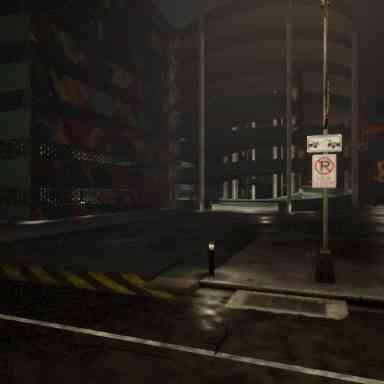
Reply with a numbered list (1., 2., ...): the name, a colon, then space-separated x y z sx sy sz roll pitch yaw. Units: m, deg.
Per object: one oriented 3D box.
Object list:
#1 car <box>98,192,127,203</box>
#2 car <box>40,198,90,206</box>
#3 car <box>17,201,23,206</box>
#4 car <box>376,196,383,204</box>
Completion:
1. car: -14.678 1.028 61.098 5.566 2.045 2.435 0 0 20
2. car: -11.922 1.319 32.349 4.674 1.452 2.002 0 0 20
3. car: -20.353 1.462 43.472 4.718 1.301 1.895 0 0 20
4. car: 35.269 1.222 58.582 2.150 2.045 5.566 0 0 -21
